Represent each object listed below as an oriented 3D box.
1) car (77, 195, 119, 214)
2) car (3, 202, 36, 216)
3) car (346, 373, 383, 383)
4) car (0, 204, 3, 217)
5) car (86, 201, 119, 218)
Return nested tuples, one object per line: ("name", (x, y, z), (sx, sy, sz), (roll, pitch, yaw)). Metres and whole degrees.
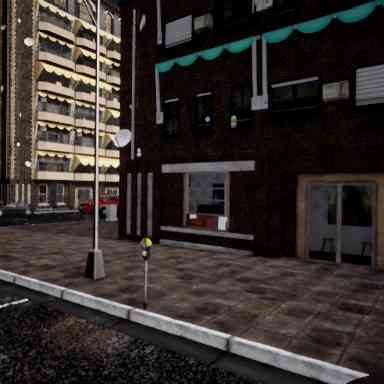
("car", (-10.151, 1.407, 37.642), (2.150, 2.045, 5.566), (1, 0, 36))
("car", (-17.449, 1.619, 32.133), (2.008, 1.369, 4.403), (1, 0, 36))
("car", (2.671, 1.552, 1.109), (4.403, 1.369, 2.008), (0, 1, 36))
("car", (-18.336, 1.548, 26.451), (1.882, 1.535, 5.008), (1, 1, 36))
("car", (-7.426, 1.820, 31.605), (1.947, 1.339, 4.313), (1, 0, 36))
